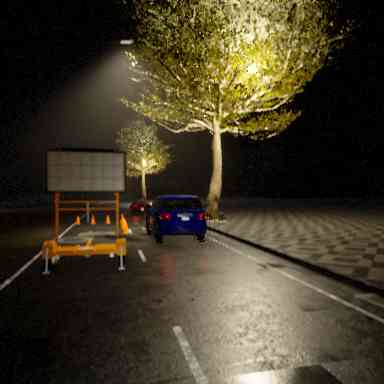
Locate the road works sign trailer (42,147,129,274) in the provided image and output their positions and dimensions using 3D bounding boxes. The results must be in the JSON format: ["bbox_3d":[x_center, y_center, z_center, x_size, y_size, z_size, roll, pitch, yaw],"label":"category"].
[{"bbox_3d":[-3.313,0.420,10.602,2.380,3.560,2.880,0,0,-14],"label":"road works sign trailer"}]

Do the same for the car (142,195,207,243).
[{"bbox_3d":[-0.907,1.165,15.955,2.150,2.045,5.566,0,0,-14],"label":"car"}]

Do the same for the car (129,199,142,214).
[{"bbox_3d":[-5.317,1.484,34.127,1.812,1.442,4.674,0,0,-14],"label":"car"}]
